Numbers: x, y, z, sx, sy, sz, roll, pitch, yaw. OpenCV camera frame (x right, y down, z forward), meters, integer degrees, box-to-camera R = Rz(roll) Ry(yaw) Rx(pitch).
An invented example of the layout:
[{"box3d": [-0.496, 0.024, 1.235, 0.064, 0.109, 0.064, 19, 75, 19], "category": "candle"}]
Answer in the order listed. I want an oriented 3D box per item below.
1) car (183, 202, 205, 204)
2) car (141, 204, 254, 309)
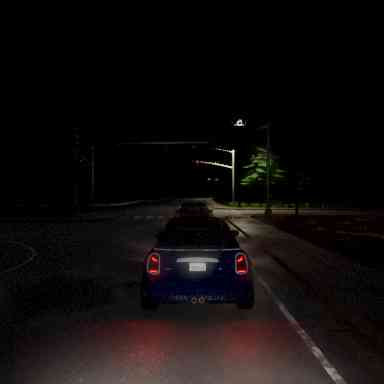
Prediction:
[{"box3d": [0.102, 1.337, 18.141, 2.097, 1.767, 4.553, 0, 0, 0], "category": "car"}, {"box3d": [0.100, 1.347, 8.020, 2.097, 1.767, 4.553, 0, 0, 0], "category": "car"}]
